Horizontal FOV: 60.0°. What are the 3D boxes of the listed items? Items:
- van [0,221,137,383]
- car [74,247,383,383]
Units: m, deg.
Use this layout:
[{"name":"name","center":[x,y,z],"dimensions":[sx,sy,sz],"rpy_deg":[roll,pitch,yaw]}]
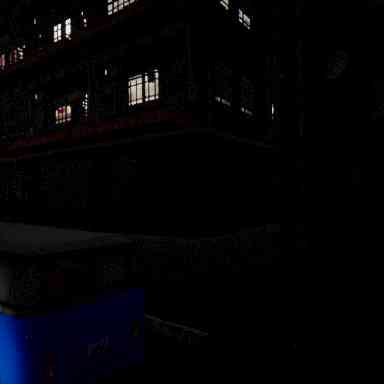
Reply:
[{"name":"van","center":[-2.454,1.343,4.475],"dimensions":[3.998,1.788,1.690],"rpy_deg":[0,-1,36]},{"name":"car","center":[2.036,1.315,1.243],"dimensions":[5.009,1.841,2.192],"rpy_deg":[0,-1,36]}]
